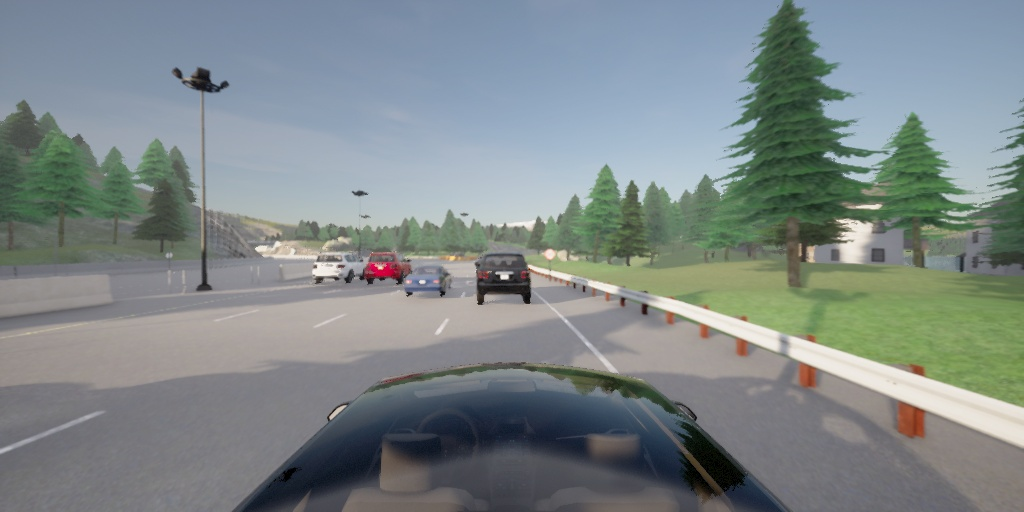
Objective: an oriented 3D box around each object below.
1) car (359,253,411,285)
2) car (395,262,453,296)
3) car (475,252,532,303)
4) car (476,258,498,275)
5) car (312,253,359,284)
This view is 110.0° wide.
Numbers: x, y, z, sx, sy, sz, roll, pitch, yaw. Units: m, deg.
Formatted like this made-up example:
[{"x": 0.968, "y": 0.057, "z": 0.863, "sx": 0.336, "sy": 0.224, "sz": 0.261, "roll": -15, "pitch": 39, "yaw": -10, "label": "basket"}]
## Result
[{"x": -8.241, "y": 0.788, "z": 24.347, "sx": 2.150, "sy": 2.045, "sz": 5.566, "roll": 0, "pitch": 1, "yaw": -6, "label": "car"}, {"x": -4.119, "y": 1.155, "z": 18.176, "sx": 2.033, "sy": 1.411, "sz": 5.357, "roll": 0, "pitch": 1, "yaw": -5, "label": "car"}, {"x": -0.443, "y": 0.834, "z": 15.798, "sx": 2.150, "sy": 2.045, "sz": 5.566, "roll": 0, "pitch": 1, "yaw": -4, "label": "car"}, {"x": -2.461, "y": 0.943, "z": 34.492, "sx": 1.837, "sy": 1.490, "sz": 4.892, "roll": 0, "pitch": 1, "yaw": -7, "label": "car"}, {"x": -11.841, "y": 0.799, "z": 25.004, "sx": 2.150, "sy": 2.045, "sz": 5.566, "roll": 0, "pitch": 1, "yaw": -7, "label": "car"}]
